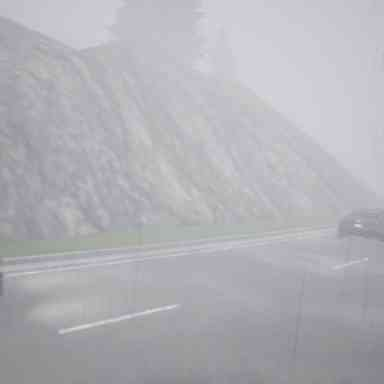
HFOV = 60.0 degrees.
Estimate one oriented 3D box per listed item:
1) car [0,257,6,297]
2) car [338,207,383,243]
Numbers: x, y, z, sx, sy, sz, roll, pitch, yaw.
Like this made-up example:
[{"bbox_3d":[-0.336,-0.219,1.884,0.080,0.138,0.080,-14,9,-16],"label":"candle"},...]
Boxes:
[{"bbox_3d":[-5.276,1.217,4.636,4.674,1.442,1.812,1,2,-34],"label":"car"},{"bbox_3d":[8.481,1.390,15.288,4.181,1.385,1.994,0,2,-41],"label":"car"}]
